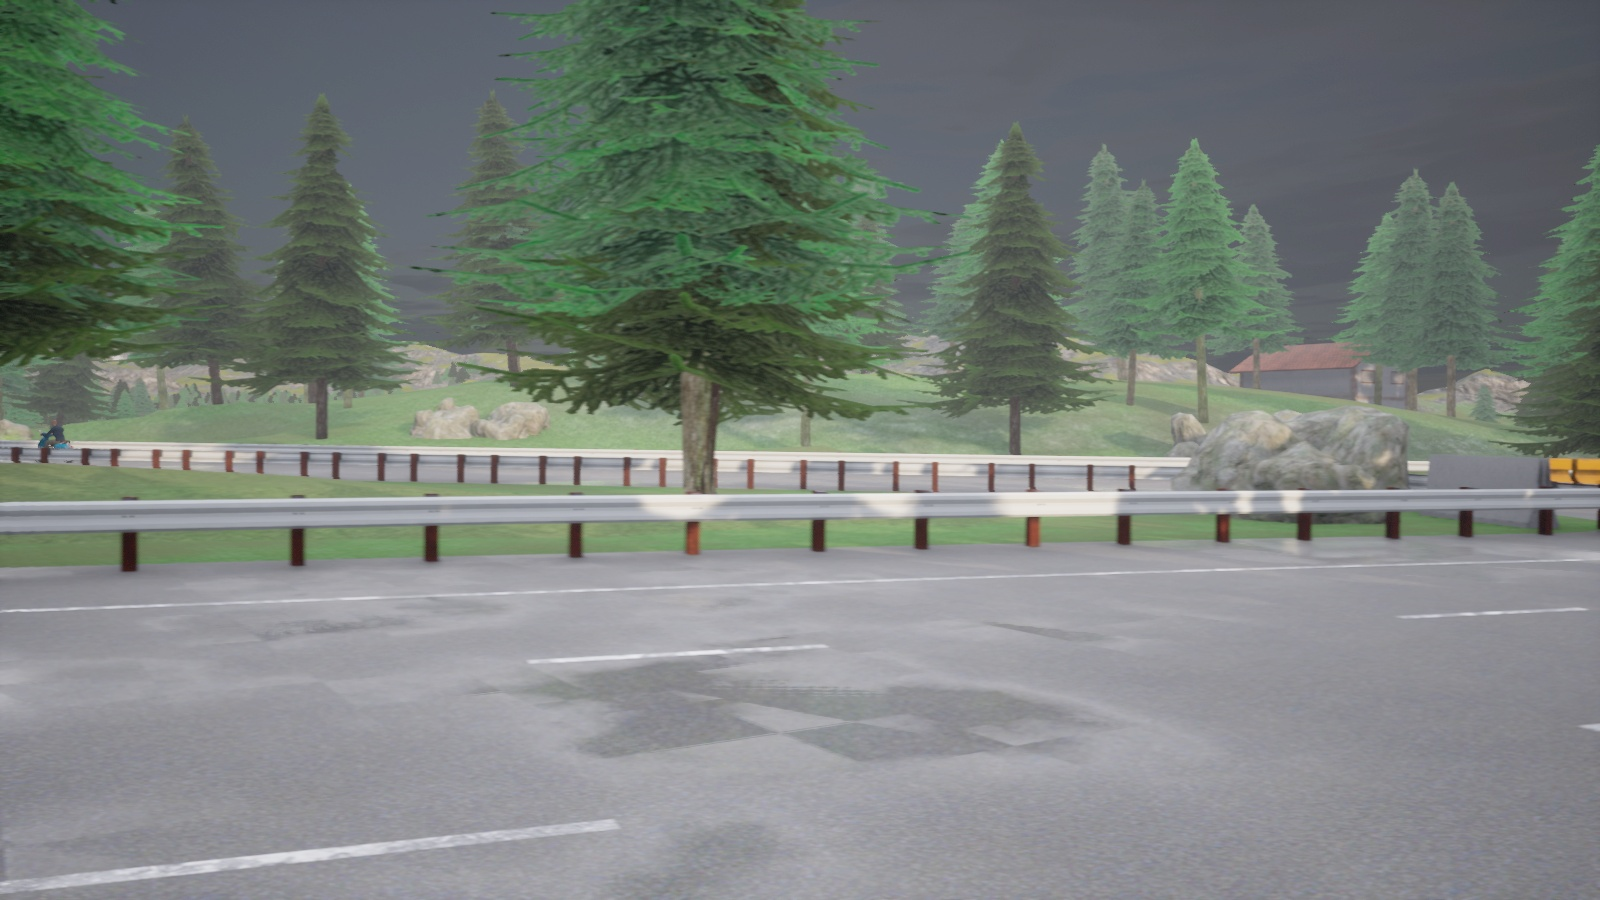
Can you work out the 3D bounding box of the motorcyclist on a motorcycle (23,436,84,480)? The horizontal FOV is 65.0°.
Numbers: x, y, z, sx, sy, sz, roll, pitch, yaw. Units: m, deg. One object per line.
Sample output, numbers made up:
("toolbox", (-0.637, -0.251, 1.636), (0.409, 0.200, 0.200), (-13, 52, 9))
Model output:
("motorcyclist on a motorcycle", (-27.451, 0.283, 46.185), (1.817, 1.590, 0.866), (0, 1, 15))
